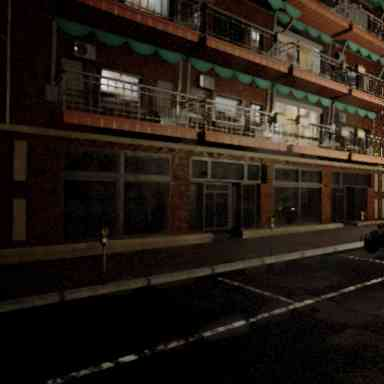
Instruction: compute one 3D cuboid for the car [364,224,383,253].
[{"bbox_3d":[8.191,1.565,12.393,4.313,1.339,1.947,0,1,-35],"label":"car"}]
